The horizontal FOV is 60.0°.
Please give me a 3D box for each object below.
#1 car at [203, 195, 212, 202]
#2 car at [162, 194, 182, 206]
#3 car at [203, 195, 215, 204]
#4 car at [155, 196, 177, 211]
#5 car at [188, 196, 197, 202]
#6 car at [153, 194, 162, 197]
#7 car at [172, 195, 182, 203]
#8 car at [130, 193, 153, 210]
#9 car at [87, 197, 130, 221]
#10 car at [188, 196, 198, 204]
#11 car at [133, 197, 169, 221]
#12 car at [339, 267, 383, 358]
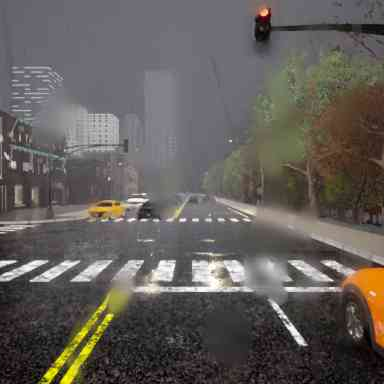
[{"bbox_3d":[3.430,1.447,74.879,1.882,1.535,5.008,0,0,0],"label":"car"},{"bbox_3d":[-3.215,1.474,52.693,2.128,1.511,4.902,0,0,0],"label":"car"},{"bbox_3d":[3.500,1.467,64.714,2.128,1.511,4.902,0,0,0],"label":"car"},{"bbox_3d":[-3.252,1.551,40.130,1.994,1.385,4.181,0,0,0],"label":"car"},{"bbox_3d":[0.180,1.565,74.932,1.895,1.301,4.718,0,0,0],"label":"car"},{"bbox_3d":[-6.462,1.333,53.559,2.097,1.767,4.553,0,0,0],"label":"car"},{"bbox_3d":[-3.092,1.455,68.838,1.882,1.535,5.008,0,0,0],"label":"car"},{"bbox_3d":[-6.502,1.207,40.407,2.150,2.045,5.566,0,0,0],"label":"car"},{"bbox_3d":[-6.950,1.470,27.472,1.882,1.535,5.008,0,0,5],"label":"car"},{"bbox_3d":[0.251,1.523,64.439,2.033,1.411,5.357,0,0,1],"label":"car"},{"bbox_3d":[-3.284,1.470,27.558,1.882,1.535,5.008,0,0,0],"label":"car"},{"bbox_3d":[3.359,1.351,3.399,2.097,1.767,4.553,0,0,0],"label":"car"}]
